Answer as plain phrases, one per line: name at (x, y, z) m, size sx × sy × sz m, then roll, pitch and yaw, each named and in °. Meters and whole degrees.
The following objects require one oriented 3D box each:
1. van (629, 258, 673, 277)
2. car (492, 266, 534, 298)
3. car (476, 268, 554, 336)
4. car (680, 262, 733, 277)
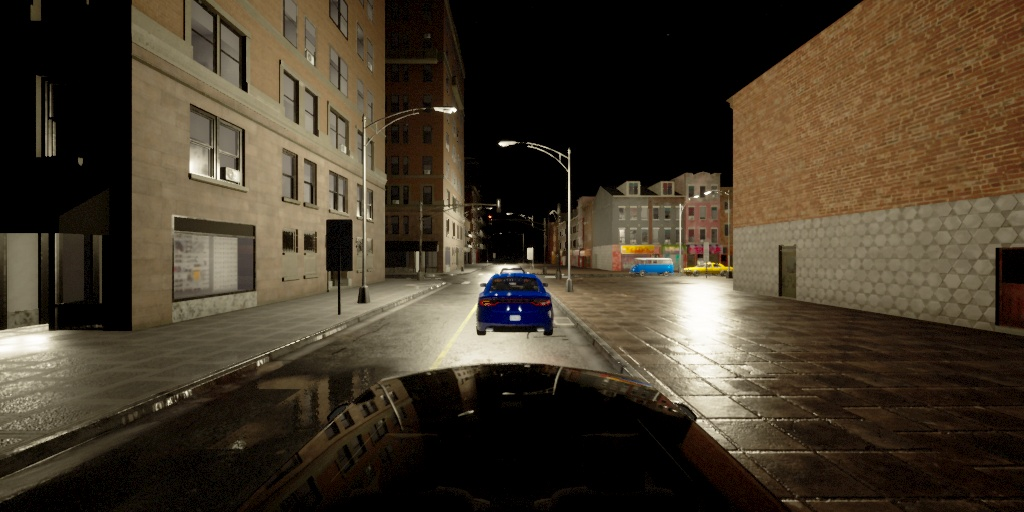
van at (13.610, 1.087, 35.015) m, size 3.998 × 1.789 × 1.690 m, roll 0°, pitch 0°, yaw 0°
car at (0.032, 1.313, 19.224) m, size 1.994 × 1.385 × 4.181 m, roll 0°, pitch 0°, yaw 0°
car at (0.067, 1.227, 10.455) m, size 1.882 × 1.535 × 5.008 m, roll 0°, pitch 0°, yaw 0°
car at (19.051, 1.267, 35.028) m, size 4.829 × 1.417 × 1.751 m, roll 0°, pitch 0°, yaw 0°
